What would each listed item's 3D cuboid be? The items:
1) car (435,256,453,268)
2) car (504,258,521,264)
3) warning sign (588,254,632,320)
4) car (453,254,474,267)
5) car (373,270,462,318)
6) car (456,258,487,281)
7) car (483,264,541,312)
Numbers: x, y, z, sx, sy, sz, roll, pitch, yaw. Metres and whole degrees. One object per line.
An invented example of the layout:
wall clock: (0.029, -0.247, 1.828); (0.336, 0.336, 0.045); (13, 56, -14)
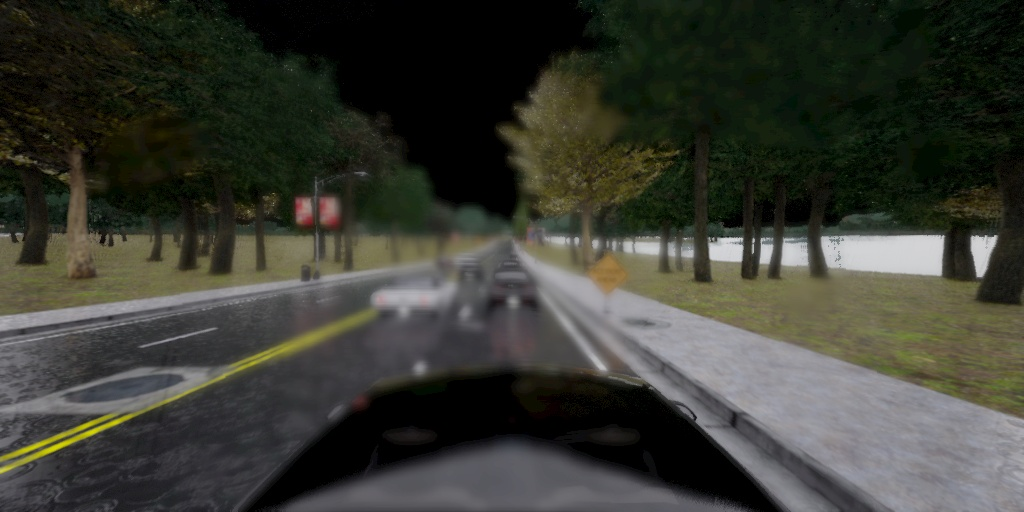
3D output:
car: (-9.840, 0.804, 52.185); (2.097, 1.767, 4.553); (0, 1, 0)
car: (0.064, 1.171, 29.329); (1.837, 1.490, 4.892); (0, 1, 0)
warning sign: (2.847, 0.861, 10.720); (1.300, 1.860, 1.060); (0, 0, 0)
car: (-6.595, 0.681, 51.547); (2.150, 2.045, 5.566); (0, 1, 0)
car: (-3.188, 1.340, 12.880); (1.895, 1.301, 4.718); (0, 0, 0)
car: (-3.186, 1.171, 29.326); (1.837, 1.490, 4.892); (0, 1, 0)
car: (0.067, 1.240, 14.113); (1.837, 1.490, 4.892); (0, 0, 0)
